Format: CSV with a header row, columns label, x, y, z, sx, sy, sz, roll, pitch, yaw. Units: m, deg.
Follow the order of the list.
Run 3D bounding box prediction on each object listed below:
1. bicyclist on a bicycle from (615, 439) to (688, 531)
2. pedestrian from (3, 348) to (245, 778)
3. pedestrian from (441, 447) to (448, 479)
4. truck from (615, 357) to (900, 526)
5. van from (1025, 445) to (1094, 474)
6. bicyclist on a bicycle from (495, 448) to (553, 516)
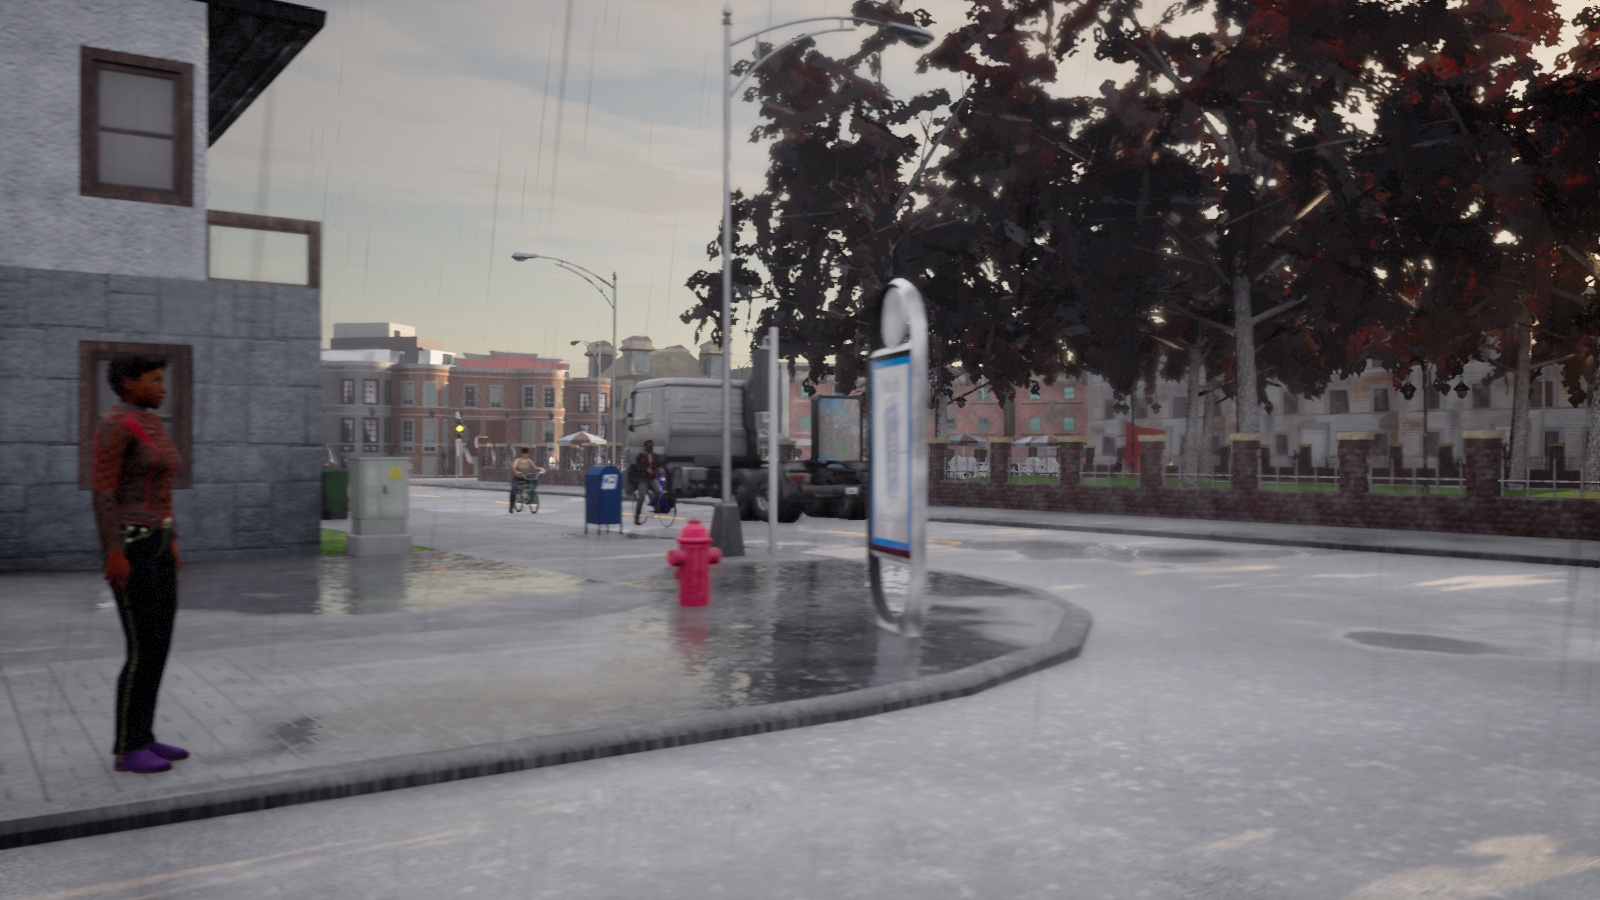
label,x,y,z,sx,sy,sz,roll,pitch,yaw
bicyclist on a bicycle,-3.006,0.684,25.262,0.659,1.776,1.843,0,0,-35
pedestrian,-2.934,0.474,5.486,0.869,1.805,0.328,0,0,-5
pedestrian,-20.355,0.748,71.831,0.353,1.847,0.614,0,0,-19
truck,-1.277,-0.161,29.792,2.891,3.462,7.936,0,0,-35
van,18.010,0.675,87.309,4.442,1.987,1.775,0,0,45
bicyclist on a bicycle,-6.743,0.771,30.611,0.866,1.612,1.509,0,0,-35
